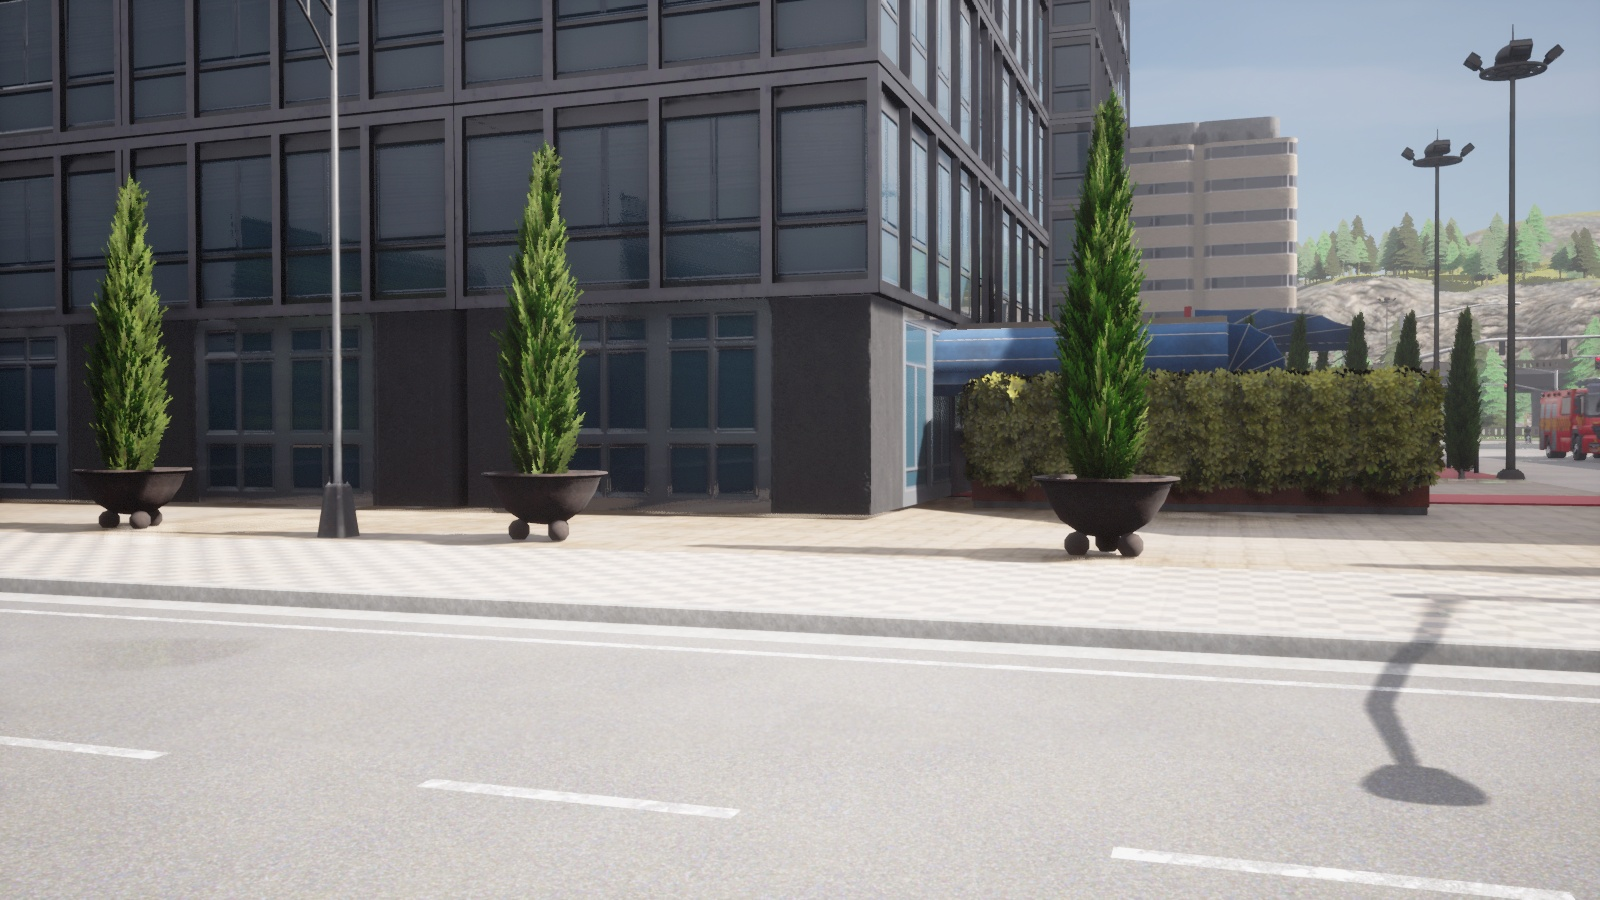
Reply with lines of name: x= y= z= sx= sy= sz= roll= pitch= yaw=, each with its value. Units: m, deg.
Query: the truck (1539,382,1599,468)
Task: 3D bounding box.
truck: x=37.868 y=-1.152 z=59.715 sx=2.891 sy=3.827 sz=8.468 roll=1 pitch=1 yaw=18
